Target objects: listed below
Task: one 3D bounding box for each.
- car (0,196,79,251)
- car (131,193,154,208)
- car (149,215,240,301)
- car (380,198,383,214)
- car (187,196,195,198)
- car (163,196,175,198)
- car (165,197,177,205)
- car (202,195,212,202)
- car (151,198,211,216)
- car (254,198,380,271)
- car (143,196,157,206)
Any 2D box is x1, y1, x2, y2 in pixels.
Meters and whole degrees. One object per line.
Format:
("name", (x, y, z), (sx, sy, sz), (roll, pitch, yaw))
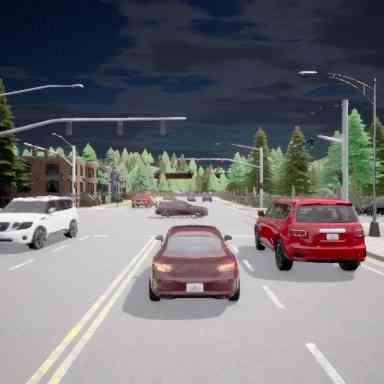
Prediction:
("car", (-6.826, 1.221, 14.562), (2.150, 2.045, 5.566), (0, 0, 2))
("car", (-7.169, 1.221, 47.908), (2.150, 2.045, 5.566), (0, 0, 2))
("car", (0.046, 1.526, 8.185), (1.812, 1.442, 4.674), (0, 0, 0))
("car", (18.261, 1.352, 32.457), (4.553, 1.767, 2.097), (0, 0, 0))
("car", (-0.152, 1.553, 74.575), (1.994, 1.385, 4.181), (0, 0, 0))
("car", (-3.702, 1.352, 51.184), (2.097, 1.767, 4.553), (0, 0, 0))
("car", (-3.700, 1.564, 59.792), (1.994, 1.385, 4.181), (0, 0, 0))
("car", (3.356, 1.355, 74.348), (2.097, 1.767, 4.553), (0, 0, 0))
("car", (-0.901, 1.525, 28.931), (4.674, 1.442, 1.812), (0, 0, 1))
("car", (3.553, 1.221, 11.066), (2.150, 2.045, 5.566), (0, 0, 0))
("car", (-7.205, 1.525, 57.307), (1.812, 1.442, 4.674), (0, 0, 0))
